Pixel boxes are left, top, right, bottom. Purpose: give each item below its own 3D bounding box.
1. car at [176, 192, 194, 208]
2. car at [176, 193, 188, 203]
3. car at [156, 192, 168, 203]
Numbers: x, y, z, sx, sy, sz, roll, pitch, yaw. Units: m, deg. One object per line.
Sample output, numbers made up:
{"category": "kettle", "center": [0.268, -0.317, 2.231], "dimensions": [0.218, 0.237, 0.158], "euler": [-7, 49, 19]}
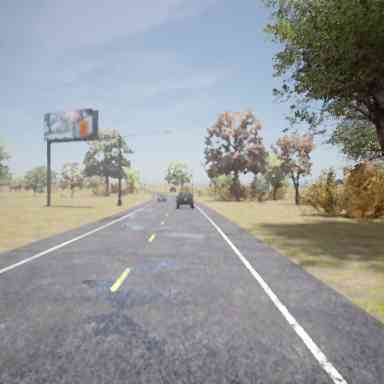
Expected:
{"category": "car", "center": [-0.933, 1.004, 43.709], "dimensions": [2.150, 2.045, 5.566], "euler": [0, 0, -3]}
{"category": "car", "center": [-2.005, 1.019, 63.013], "dimensions": [2.097, 1.767, 4.553], "euler": [0, 0, -4]}
{"category": "car", "center": [-5.584, 1.179, 62.326], "dimensions": [1.837, 1.490, 4.892], "euler": [0, 0, -3]}
